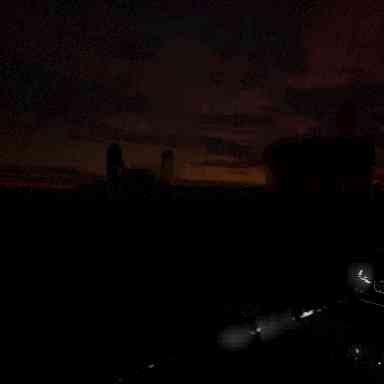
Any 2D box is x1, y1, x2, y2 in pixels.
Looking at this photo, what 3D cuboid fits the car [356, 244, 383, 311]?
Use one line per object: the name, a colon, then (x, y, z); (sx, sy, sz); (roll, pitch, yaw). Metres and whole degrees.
car: (5.306, 1.513, 6.857); (4.892, 1.490, 1.837); (0, 0, -36)
